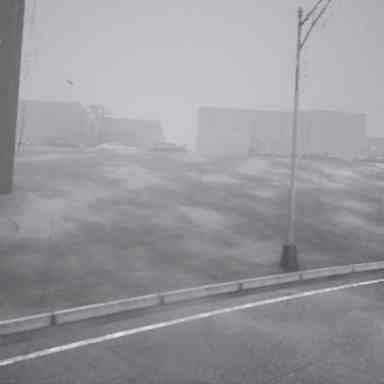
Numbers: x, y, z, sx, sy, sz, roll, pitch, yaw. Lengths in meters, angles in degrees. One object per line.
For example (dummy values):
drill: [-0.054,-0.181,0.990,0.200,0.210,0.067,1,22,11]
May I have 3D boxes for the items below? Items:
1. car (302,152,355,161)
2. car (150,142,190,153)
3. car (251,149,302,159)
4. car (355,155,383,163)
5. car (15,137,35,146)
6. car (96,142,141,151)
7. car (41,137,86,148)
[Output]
car: [14.177,-3.493,35.665,4.892,1.521,2.231,3,-2,-1]
car: [-2.259,-4.383,35.394,4.553,1.767,2.185,3,-2,-1]
car: [8.664,-3.758,35.568,4.892,1.521,2.231,3,-2,-1]
car: [19.712,-3.166,35.866,4.674,1.452,2.002,3,-2,-2]
car: [-18.930,-5.136,35.123,4.553,1.767,2.185,3,-2,-1]
car: [-7.753,-4.467,35.300,4.674,1.452,2.002,3,-2,-1]
car: [-13.416,-4.890,35.212,4.553,1.767,2.185,3,-2,-1]
